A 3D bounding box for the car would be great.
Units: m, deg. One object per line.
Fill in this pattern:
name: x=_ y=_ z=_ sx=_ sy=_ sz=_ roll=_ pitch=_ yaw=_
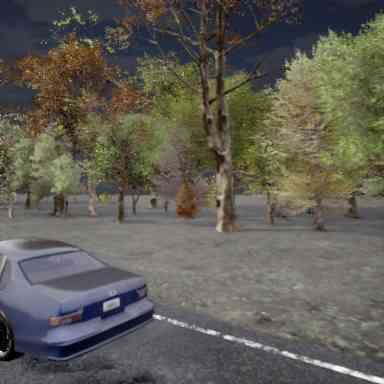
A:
car: x=-3.124 y=1.562 z=5.919 sx=5.357 sy=1.411 sz=2.033 roll=0 pitch=0 yaw=35
